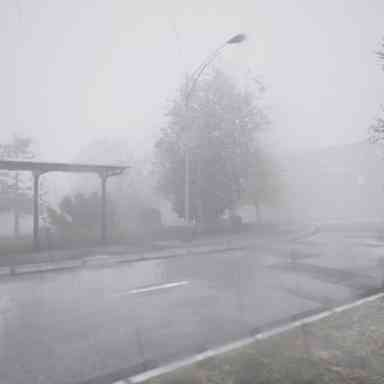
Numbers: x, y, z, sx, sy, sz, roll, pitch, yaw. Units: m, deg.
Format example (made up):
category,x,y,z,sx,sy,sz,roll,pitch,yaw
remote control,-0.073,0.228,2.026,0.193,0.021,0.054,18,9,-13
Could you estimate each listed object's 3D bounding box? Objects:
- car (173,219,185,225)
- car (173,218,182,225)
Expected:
category,x,y,z,sx,sy,sz,roll,pitch,yaw
car,-2.449,6.028,67.862,1.882,1.535,5.008,0,-5,-12
car,-3.684,7.407,83.016,1.882,1.535,5.008,0,-6,1
